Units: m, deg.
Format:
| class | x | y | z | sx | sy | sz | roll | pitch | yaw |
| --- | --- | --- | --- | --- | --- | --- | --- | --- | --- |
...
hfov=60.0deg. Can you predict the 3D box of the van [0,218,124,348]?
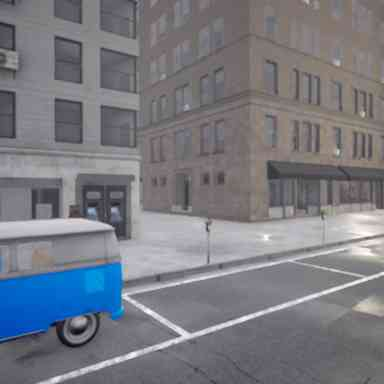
| class | x | y | z | sx | sy | sz | roll | pitch | yaw |
| --- | --- | --- | --- | --- | --- | --- | --- | --- | --- |
| van | -2.963 | 1.338 | 4.638 | 3.998 | 1.788 | 1.690 | -1 | 1 | -35 |
